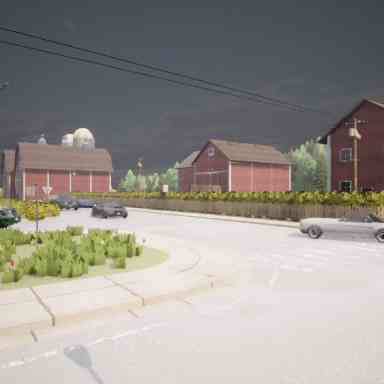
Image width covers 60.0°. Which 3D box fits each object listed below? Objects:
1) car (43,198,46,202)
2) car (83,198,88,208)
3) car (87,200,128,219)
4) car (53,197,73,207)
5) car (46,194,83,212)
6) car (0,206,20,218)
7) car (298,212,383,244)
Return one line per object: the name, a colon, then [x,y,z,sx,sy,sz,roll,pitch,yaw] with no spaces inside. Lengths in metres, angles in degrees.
car: [-25.417,1.478,59.936,1.882,1.535,5.008,0,0,-36]
car: [-15.097,1.564,45.735,1.994,1.385,4.181,0,0,-35]
car: [-7.048,1.564,28.359,1.994,1.385,4.181,0,0,-36]
car: [-20.797,1.564,53.540,1.994,1.385,4.181,0,0,-36]
car: [-15.393,1.222,39.943,2.150,2.045,5.566,0,0,-36]
car: [-12.989,1.221,19.091,5.566,2.045,2.150,0,0,-8]
car: [7.583,1.601,15.835,4.718,1.301,1.895,0,0,30]
